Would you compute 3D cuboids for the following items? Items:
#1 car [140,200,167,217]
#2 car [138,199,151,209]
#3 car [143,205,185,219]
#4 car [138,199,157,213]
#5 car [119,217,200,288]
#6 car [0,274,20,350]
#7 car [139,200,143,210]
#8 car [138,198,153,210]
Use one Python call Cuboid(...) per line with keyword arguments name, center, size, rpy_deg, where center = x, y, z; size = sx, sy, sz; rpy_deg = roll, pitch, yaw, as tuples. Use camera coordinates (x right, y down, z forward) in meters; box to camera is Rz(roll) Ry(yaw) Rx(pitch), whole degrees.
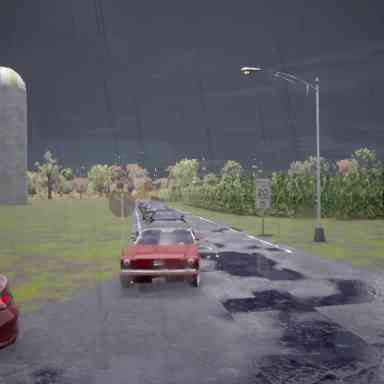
Cuboid(name="car", center=(-2.345, 1.601, 23.448), size=(2.128, 1.511, 4.902), rpy_deg=(-1, 0, -10))
Cuboid(name="car", center=(-4.508, 1.710, 35.733), size=(2.033, 1.411, 5.357), rpy_deg=(-1, 0, -10))
Cuboid(name="car", center=(-1.385, 1.649, 17.803), size=(1.994, 1.385, 4.181), rpy_deg=(-1, 0, -10))
Cuboid(name="car", center=(-5.669, 1.683, 42.084), size=(2.128, 1.511, 4.902), rpy_deg=(-1, 0, -10))
Cuboid(name="car", center=(-0.720, 1.661, 9.598), size=(1.895, 1.301, 4.718), rpy_deg=(-1, 0, 1))
Cuboid(name="car", center=(-4.311, 1.532, 3.270), size=(4.674, 1.442, 1.812), rpy_deg=(0, 0, -41))
Cuboid(name="car", center=(-3.464, 1.701, 29.869), size=(1.994, 1.385, 4.181), rpy_deg=(-1, 0, -10))
Cuboid(name="car", center=(-6.802, 1.696, 48.168), size=(1.882, 1.535, 5.008), rpy_deg=(-1, 0, -11))
